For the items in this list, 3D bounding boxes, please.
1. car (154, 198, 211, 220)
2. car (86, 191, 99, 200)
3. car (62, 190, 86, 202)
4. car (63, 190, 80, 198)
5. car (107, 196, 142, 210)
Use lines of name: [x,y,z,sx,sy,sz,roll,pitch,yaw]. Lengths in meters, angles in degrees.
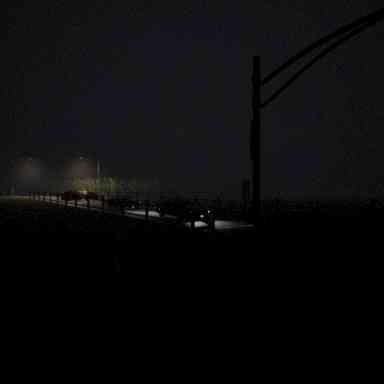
car: [-0.846,1.180,24.374,2.033,1.411,5.357,0,1,-35]
car: [-16.662,0.602,53.592,2.033,1.411,5.357,0,1,-35]
car: [-17.484,0.585,48.388,1.882,1.535,5.008,0,1,-34]
car: [-22.528,0.355,62.022,1.882,1.535,5.008,0,1,-35]
car: [-6.729,1.047,32.834,1.895,1.301,4.718,0,1,-35]
